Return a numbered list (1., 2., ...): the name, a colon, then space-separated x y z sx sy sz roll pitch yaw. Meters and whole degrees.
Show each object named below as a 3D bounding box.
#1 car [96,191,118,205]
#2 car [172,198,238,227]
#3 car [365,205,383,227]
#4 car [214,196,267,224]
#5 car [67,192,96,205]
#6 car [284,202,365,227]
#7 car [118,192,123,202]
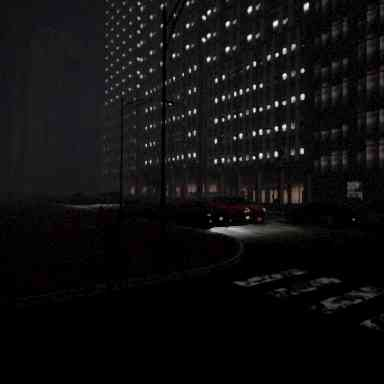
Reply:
1. car: -11.786 0.844 43.606 1.812 1.442 4.674 1 1 -35
2. car: 0.496 1.271 20.304 1.994 1.385 4.181 1 1 -35
3. car: 11.631 1.492 21.727 1.895 1.301 4.718 1 0 -35
4. car: 2.921 1.086 22.512 2.097 1.767 4.553 1 1 -35
5. car: -13.898 0.779 40.944 1.882 1.535 5.008 1 1 -35
6. car: 8.048 1.357 21.161 1.812 1.442 4.674 1 0 -35
7. car: -12.934 0.594 51.235 2.097 1.767 4.553 1 0 -35
